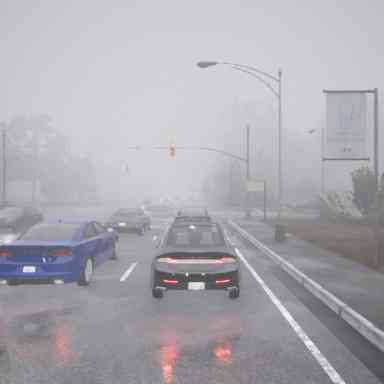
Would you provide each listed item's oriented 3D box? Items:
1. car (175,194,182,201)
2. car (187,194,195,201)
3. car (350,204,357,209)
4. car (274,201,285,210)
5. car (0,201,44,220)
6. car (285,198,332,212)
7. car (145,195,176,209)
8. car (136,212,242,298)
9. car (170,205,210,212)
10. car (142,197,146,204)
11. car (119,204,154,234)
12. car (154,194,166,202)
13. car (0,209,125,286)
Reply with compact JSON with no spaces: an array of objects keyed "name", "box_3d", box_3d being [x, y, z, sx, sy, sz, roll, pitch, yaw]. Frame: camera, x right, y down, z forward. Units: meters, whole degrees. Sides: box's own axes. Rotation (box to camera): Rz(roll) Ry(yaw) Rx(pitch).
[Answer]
[{"name":"car","box_3d":[-3.800,1.471,85.277,1.882,1.535,5.008,0,0,0]},{"name":"car","box_3d":[-0.302,1.518,85.673,2.128,1.511,4.902,0,0,0]},{"name":"car","box_3d":[22.589,1.542,41.133,5.357,1.411,2.033,0,0,3]},{"name":"car","box_3d":[12.852,1.491,41.661,4.902,1.511,2.128,0,0,3]},{"name":"car","box_3d":[-10.551,1.525,20.020,1.812,1.442,4.674,0,0,0]},{"name":"car","box_3d":[13.570,1.526,38.103,4.674,1.442,1.812,0,0,3]},{"name":"car","box_3d":[-4.292,1.525,46.230,1.812,1.442,4.674,1,0,19]},{"name":"car","box_3d":[0.073,1.491,8.468,2.128,1.511,4.902,0,0,0]},{"name":"car","box_3d":[0.038,1.478,17.964,1.882,1.535,5.008,0,0,0]},{"name":"car","box_3d":[-7.278,1.505,56.583,1.837,1.490,4.892,0,0,0]},{"name":"car","box_3d":[-3.463,1.564,18.464,1.994,1.385,4.181,0,0,0]},{"name":"car","box_3d":[-7.267,1.355,75.875,2.097,1.767,4.553,0,0,0]},{"name":"car","box_3d":[-3.431,1.478,9.472,1.882,1.535,5.008,0,0,0]}]
